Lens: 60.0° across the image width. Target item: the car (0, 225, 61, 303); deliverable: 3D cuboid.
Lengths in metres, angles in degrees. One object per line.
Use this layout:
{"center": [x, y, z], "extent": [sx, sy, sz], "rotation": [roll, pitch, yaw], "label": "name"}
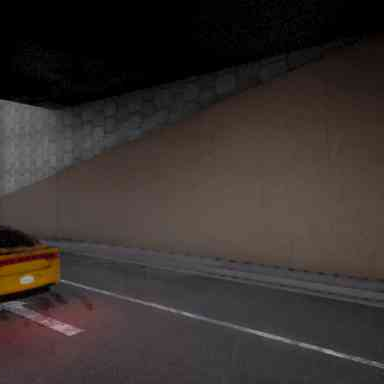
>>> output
{"center": [-5.054, 1.478, 7.593], "extent": [5.008, 1.535, 1.882], "rotation": [0, 0, 36], "label": "car"}
